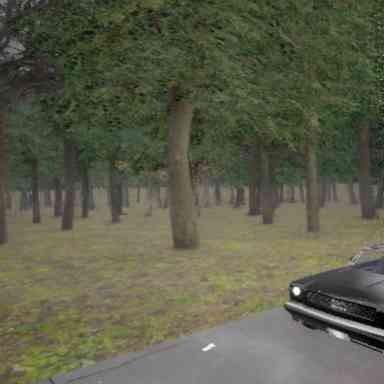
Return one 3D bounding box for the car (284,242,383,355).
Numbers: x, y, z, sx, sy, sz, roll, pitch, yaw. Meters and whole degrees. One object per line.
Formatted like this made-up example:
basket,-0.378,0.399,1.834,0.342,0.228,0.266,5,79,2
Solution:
car,3.758,1.599,5.747,4.718,1.301,1.895,0,0,-35
